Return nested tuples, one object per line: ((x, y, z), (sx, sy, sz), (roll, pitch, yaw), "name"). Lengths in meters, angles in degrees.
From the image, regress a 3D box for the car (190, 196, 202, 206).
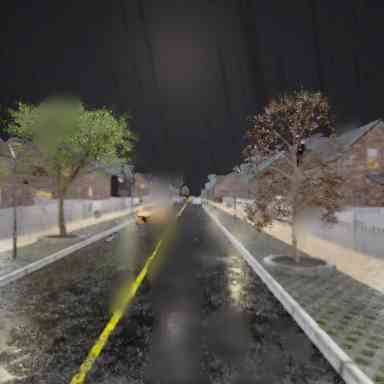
((0.959, 1.862, 62.968), (1.812, 1.442, 4.674), (0, 0, 0), "car")

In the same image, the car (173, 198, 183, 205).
((-2.769, 1.890, 65.143), (1.812, 1.442, 4.674), (0, 0, 0), "car")

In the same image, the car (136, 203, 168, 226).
((-2.850, 1.591, 24.455), (1.882, 1.535, 5.008), (0, 0, 0), "car")

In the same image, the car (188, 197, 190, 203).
((-0.006, 1.843, 81.656), (1.882, 1.535, 5.008), (0, 0, 0), "car")
